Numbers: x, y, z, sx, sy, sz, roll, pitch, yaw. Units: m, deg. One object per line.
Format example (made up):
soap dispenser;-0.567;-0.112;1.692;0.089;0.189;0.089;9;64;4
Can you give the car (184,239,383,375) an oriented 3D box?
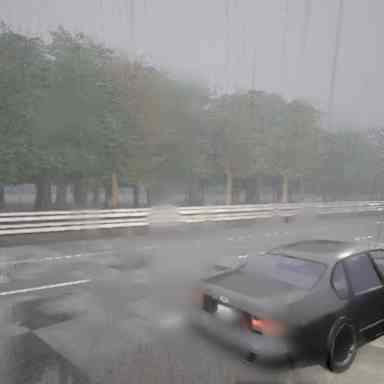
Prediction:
car;2.462;1.549;5.628;5.357;1.411;2.033;0;0;-35
